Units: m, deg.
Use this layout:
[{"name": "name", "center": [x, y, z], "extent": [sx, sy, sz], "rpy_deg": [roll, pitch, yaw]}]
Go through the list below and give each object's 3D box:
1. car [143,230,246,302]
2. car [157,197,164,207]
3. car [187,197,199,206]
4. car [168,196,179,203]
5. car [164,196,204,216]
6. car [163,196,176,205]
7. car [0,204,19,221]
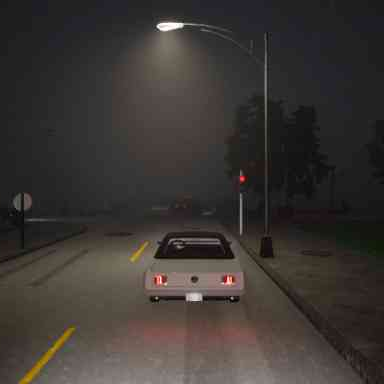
[{"name": "car", "center": [0.063, 1.601, 8.194], "extent": [1.895, 1.301, 4.718], "rpy_deg": [0, 0, 0]}, {"name": "car", "center": [-4.055, 1.505, 50.066], "extent": [1.837, 1.490, 4.892], "rpy_deg": [0, 0, 0]}, {"name": "car", "center": [0.148, 1.547, 56.476], "extent": [2.033, 1.411, 5.357], "rpy_deg": [0, 0, 0]}, {"name": "car", "center": [-3.943, 1.540, 70.105], "extent": [2.033, 1.411, 5.357], "rpy_deg": [0, 0, 0]}, {"name": "car", "center": [-0.527, 1.352, 32.874], "extent": [2.097, 1.767, 4.553], "rpy_deg": [0, 0, 25]}, {"name": "car", "center": [-4.023, 1.547, 59.764], "extent": [2.033, 1.411, 5.357], "rpy_deg": [0, 0, 0]}, {"name": "car", "center": [-16.183, 1.505, 26.327], "extent": [4.892, 1.490, 1.837], "rpy_deg": [0, 0, 0]}]
